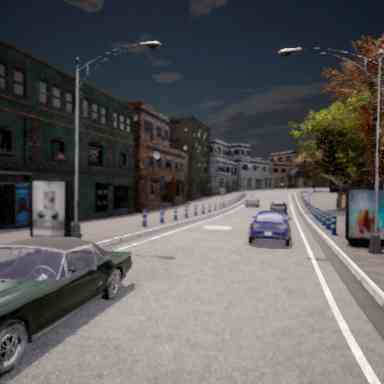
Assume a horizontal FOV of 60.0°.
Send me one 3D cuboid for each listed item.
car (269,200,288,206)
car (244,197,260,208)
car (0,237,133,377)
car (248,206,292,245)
[{"bbox_3d":[9.774,1.674,37.592,2.128,1.511,4.902,1,1,16],"label":"car"},{"bbox_3d":[8.578,1.431,46.957,1.812,1.442,4.674,1,2,16],"label":"car"},{"bbox_3d":[-2.738,1.540,5.703,1.895,1.301,4.718,1,0,12],"label":"car"},{"bbox_3d":[3.859,1.626,16.334,1.812,1.442,4.674,1,0,16],"label":"car"}]
